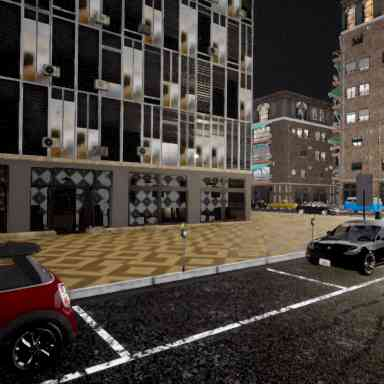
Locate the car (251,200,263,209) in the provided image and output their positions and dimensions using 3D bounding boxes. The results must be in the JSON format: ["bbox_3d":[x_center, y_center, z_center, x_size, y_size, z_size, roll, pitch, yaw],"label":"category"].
[{"bbox_3d":[9.697,1.864,51.137,1.947,1.339,4.313,0,-1,-35],"label":"car"}]

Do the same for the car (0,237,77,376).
[{"bbox_3d":[-3.647,1.440,3.947,4.097,1.590,1.967,0,1,-35],"label":"car"}]

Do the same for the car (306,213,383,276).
[{"bbox_3d":[5.434,1.567,10.415,4.313,1.339,1.947,0,1,-35],"label":"car"}]

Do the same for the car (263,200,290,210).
[{"bbox_3d":[12.762,1.787,46.716,1.752,1.417,4.829,0,-1,-35],"label":"car"}]

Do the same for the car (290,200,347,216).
[{"bbox_3d":[12.293,1.620,32.684,2.008,1.369,4.403,0,-1,-35],"label":"car"}]

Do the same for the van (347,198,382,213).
[{"bbox_3d":[19.184,1.525,37.457,1.690,1.788,3.998,0,-1,-35],"label":"van"}]
